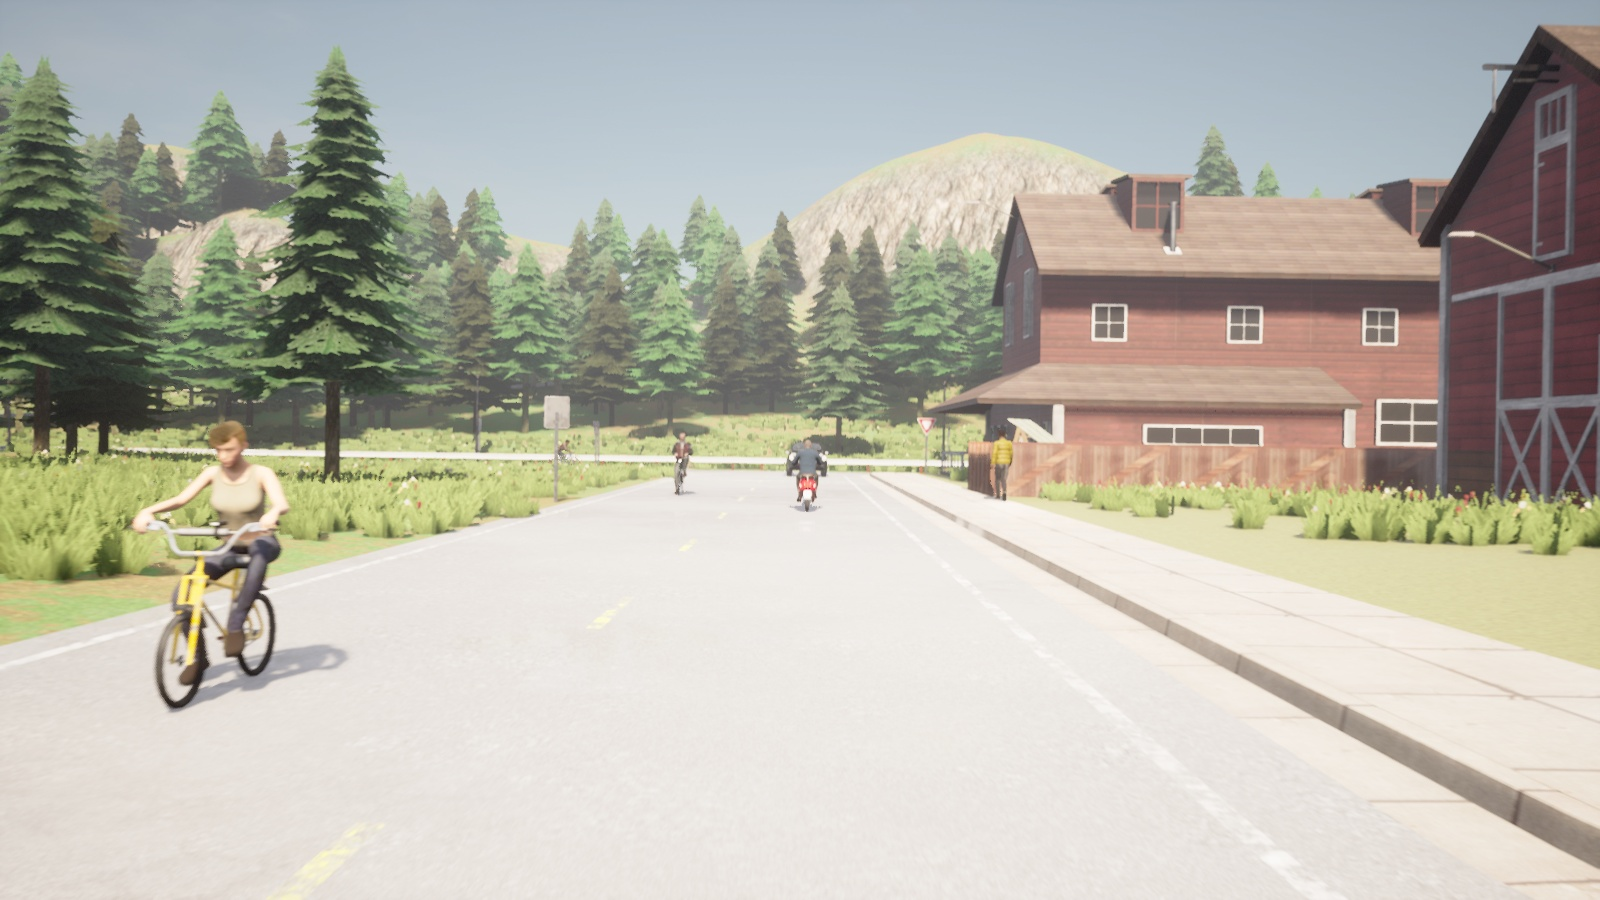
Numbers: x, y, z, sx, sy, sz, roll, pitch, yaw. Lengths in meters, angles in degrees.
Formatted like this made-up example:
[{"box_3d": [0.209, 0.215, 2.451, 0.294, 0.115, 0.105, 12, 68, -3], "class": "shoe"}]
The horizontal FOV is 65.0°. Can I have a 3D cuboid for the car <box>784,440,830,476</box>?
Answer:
[{"box_3d": [0.315, 0.341, 57.082, 2.007, 1.525, 4.514, 1, 0, 0], "class": "car"}]

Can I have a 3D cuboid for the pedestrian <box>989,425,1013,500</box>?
[{"box_3d": [5.026, 0.311, 31.385, 0.431, 1.840, 0.709, 1, 0, -1], "class": "pedestrian"}]

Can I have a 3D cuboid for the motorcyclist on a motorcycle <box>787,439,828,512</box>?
[{"box_3d": [0.173, 0.550, 28.461, 0.866, 1.590, 1.817, 1, 0, 0], "class": "motorcyclist on a motorcycle"}]

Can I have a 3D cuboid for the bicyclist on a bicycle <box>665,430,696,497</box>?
[{"box_3d": [-3.295, 0.365, 34.690, 0.659, 1.776, 1.843, 1, 0, 0], "class": "bicyclist on a bicycle"}]

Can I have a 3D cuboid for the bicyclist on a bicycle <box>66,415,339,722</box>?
[{"box_3d": [-3.439, 0.623, 7.395, 0.866, 1.612, 1.509, 1, 0, 0], "class": "bicyclist on a bicycle"}]
